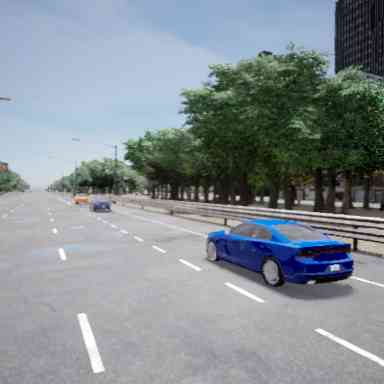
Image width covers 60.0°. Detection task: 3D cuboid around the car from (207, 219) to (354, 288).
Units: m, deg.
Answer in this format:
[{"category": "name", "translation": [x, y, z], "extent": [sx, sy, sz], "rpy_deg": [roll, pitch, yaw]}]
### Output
[{"category": "car", "translation": [2.152, 1.523, 9.618], "extent": [1.882, 1.535, 5.008], "rpy_deg": [1, 0, -24]}]

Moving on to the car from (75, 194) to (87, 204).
[{"category": "car", "translation": [-18.148, 1.097, 54.911], "extent": [2.097, 1.767, 4.553], "rpy_deg": [1, 0, -23]}]

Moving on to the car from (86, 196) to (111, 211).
[{"category": "car", "translation": [-10.323, 1.388, 37.336], "extent": [1.812, 1.442, 4.674], "rpy_deg": [1, 0, -24]}]
